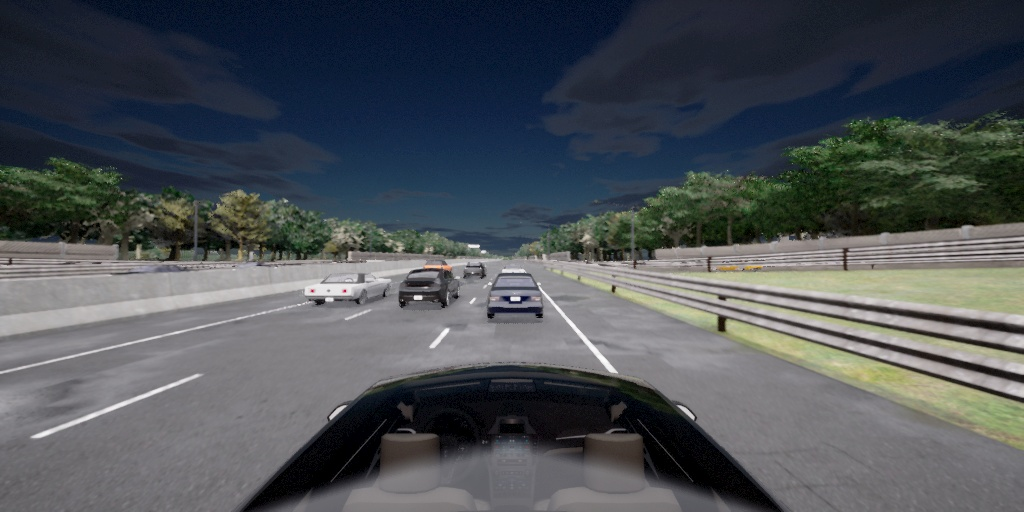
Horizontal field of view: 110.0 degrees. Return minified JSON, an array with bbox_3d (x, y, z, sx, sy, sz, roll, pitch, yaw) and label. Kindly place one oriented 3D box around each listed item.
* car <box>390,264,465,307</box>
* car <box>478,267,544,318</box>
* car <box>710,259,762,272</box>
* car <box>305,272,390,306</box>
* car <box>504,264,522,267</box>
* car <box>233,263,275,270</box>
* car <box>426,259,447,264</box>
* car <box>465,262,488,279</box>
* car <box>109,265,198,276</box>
[{"bbox_3d":[-3.402,1.265,15.411,1.837,1.490,4.892,0,0,0],"label":"car"},{"bbox_3d":[0.098,1.305,13.019,2.033,1.411,5.357,0,0,0],"label":"car"},{"bbox_3d":[22.105,0.835,35.725,1.882,1.535,5.008,0,-3,-18],"label":"car"},{"bbox_3d":[-6.902,1.361,15.796,1.895,1.301,4.718,0,0,0],"label":"car"},{"bbox_3d":[0.089,1.387,32.077,1.895,1.301,4.718,0,0,0],"label":"car"},{"bbox_3d":[-17.602,1.373,23.963,1.895,1.301,4.718,0,0,0],"label":"car"},{"bbox_3d":[-6.905,1.141,33.373,2.097,1.767,4.553,0,0,0],"label":"car"},{"bbox_3d":[-3.405,1.280,33.619,2.128,1.511,4.902,0,0,0],"label":"car"},{"bbox_3d":[-24.603,1.321,24.825,2.033,1.411,5.357,0,0,0],"label":"car"}]
